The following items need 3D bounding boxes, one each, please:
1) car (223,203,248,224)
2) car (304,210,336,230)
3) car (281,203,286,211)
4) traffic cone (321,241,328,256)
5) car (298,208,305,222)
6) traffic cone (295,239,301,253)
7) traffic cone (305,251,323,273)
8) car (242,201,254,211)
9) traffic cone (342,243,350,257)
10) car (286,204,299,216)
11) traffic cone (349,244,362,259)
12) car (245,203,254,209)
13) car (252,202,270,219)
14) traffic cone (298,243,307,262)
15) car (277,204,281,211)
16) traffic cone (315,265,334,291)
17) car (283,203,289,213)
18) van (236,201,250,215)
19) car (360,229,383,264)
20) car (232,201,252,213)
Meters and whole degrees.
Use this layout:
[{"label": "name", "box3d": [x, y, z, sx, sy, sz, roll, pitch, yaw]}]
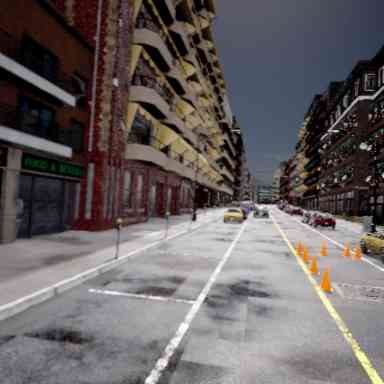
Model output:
[{"label": "car", "box3d": [3.971, 2.106, 31.425, 1.752, 1.417, 4.829, 4, 0, 12]}, {"label": "car", "box3d": [11.700, 2.509, 29.942, 1.887, 1.381, 4.507, 4, 0, 12]}, {"label": "car", "box3d": [18.368, 3.188, 62.444, 1.967, 1.590, 4.097, 4, -1, 12]}, {"label": "traffic cone", "box3d": [5.685, 2.415, 14.373, 0.340, 0.580, 0.340, 3, -1, 12]}, {"label": "car", "box3d": [12.809, 2.641, 35.360, 2.008, 1.369, 4.403, 4, 0, 12]}, {"label": "traffic cone", "box3d": [4.707, 2.367, 14.574, 0.340, 0.580, 0.340, 3, -1, 12]}, {"label": "traffic cone", "box3d": [3.905, 2.280, 10.656, 0.340, 0.580, 0.340, 3, -1, 12]}, {"label": "car", "box3d": [11.782, 2.819, 69.509, 2.192, 1.841, 5.009, 4, -1, 12]}, {"label": "traffic cone", "box3d": [6.631, 2.462, 14.181, 0.340, 0.580, 0.340, 3, -1, 14]}, {"label": "car", "box3d": [16.136, 3.024, 51.611, 1.887, 1.381, 4.507, 4, -1, 12]}, {"label": "traffic cone", "box3d": [6.922, 2.474, 13.904, 0.340, 0.580, 0.340, 3, -1, 14]}, {"label": "car", "box3d": [13.979, 3.345, 80.342, 1.947, 1.339, 4.313, 4, -1, 12]}, {"label": "car", "box3d": [8.708, 2.452, 41.887, 2.128, 1.511, 4.902, 3, -1, 12]}, {"label": "traffic cone", "box3d": [4.306, 2.323, 12.615, 0.340, 0.580, 0.340, 3, -1, 12]}, {"label": "car", "box3d": [20.554, 3.334, 73.288, 2.192, 1.841, 5.009, 4, -1, 12]}, {"label": "traffic cone", "box3d": [3.504, 2.236, 8.697, 0.340, 0.580, 0.340, 3, -1, 12]}, {"label": "car", "box3d": [17.244, 3.157, 57.027, 1.887, 1.381, 4.507, 4, -1, 12]}, {"label": "van", "box3d": [7.346, 2.308, 47.842, 1.690, 1.788, 3.998, 4, 0, 12]}, {"label": "car", "box3d": [8.409, 2.121, 13.860, 1.752, 1.417, 4.829, 4, 0, 12]}, {"label": "car", "box3d": [5.131, 2.026, 37.011, 2.192, 1.841, 5.009, 4, 0, 12]}]
